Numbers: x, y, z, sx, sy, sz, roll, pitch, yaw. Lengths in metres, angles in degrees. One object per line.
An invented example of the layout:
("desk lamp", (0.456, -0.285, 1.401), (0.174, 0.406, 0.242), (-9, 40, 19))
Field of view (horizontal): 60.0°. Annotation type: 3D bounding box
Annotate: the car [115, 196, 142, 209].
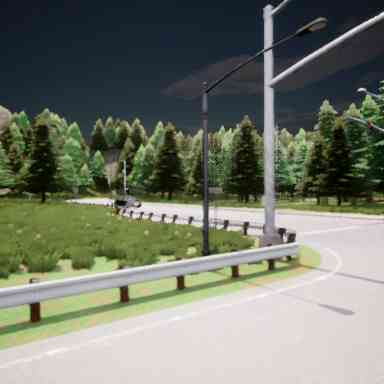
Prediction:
("car", (-7.834, 1.278, 40.673), (2.128, 1.511, 4.902), (-1, 0, -35))
